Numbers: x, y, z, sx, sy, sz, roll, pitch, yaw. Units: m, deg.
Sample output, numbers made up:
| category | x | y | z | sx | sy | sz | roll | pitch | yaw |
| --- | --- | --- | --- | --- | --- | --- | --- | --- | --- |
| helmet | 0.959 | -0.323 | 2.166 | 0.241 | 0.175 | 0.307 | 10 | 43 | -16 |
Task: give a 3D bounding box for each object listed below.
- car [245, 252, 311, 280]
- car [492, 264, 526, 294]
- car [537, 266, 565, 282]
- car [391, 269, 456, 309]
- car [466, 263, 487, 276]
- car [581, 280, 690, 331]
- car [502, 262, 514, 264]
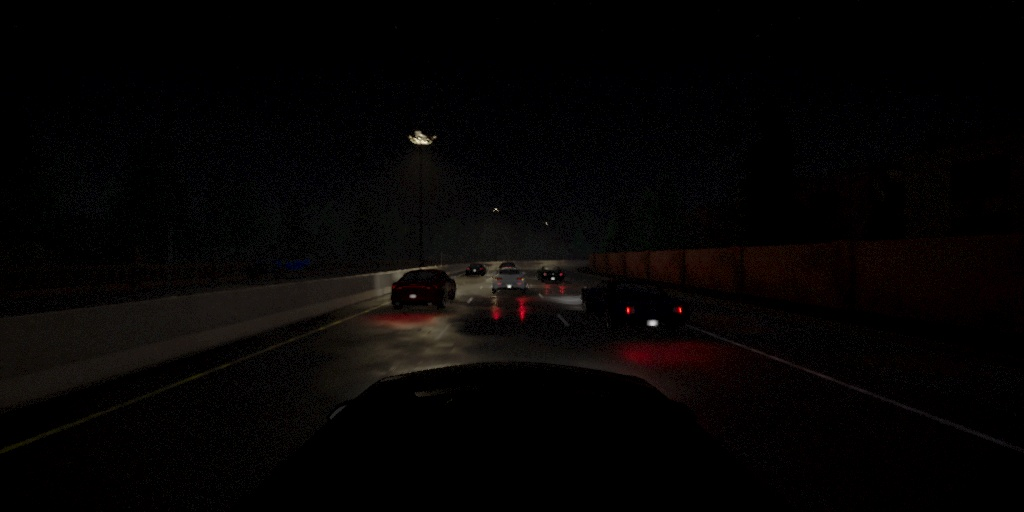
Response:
| category | x | y | z | sx | sy | sz | roll | pitch | yaw |
| --- | --- | --- | --- | --- | --- | --- | --- | --- | --- |
| car | -17.897 | 0.720 | 27.821 | 2.150 | 2.045 | 5.566 | 0 | 0 | -1 |
| car | -0.179 | 1.370 | 21.130 | 1.812 | 1.442 | 4.674 | 0 | 0 | -1 |
| car | 3.167 | 1.489 | 30.239 | 1.895 | 1.301 | 4.718 | 0 | 0 | -1 |
| car | -3.586 | 1.294 | 15.301 | 1.882 | 1.535 | 5.008 | 0 | 0 | -1 |
| car | -3.944 | 1.501 | 39.995 | 1.994 | 1.385 | 4.181 | 0 | 0 | 0 |
| car | 3.485 | 1.396 | 11.185 | 1.895 | 1.301 | 4.718 | 0 | 0 | -1 |
| car | -0.448 | 1.419 | 41.081 | 1.882 | 1.535 | 5.008 | 0 | 0 | 0 |
